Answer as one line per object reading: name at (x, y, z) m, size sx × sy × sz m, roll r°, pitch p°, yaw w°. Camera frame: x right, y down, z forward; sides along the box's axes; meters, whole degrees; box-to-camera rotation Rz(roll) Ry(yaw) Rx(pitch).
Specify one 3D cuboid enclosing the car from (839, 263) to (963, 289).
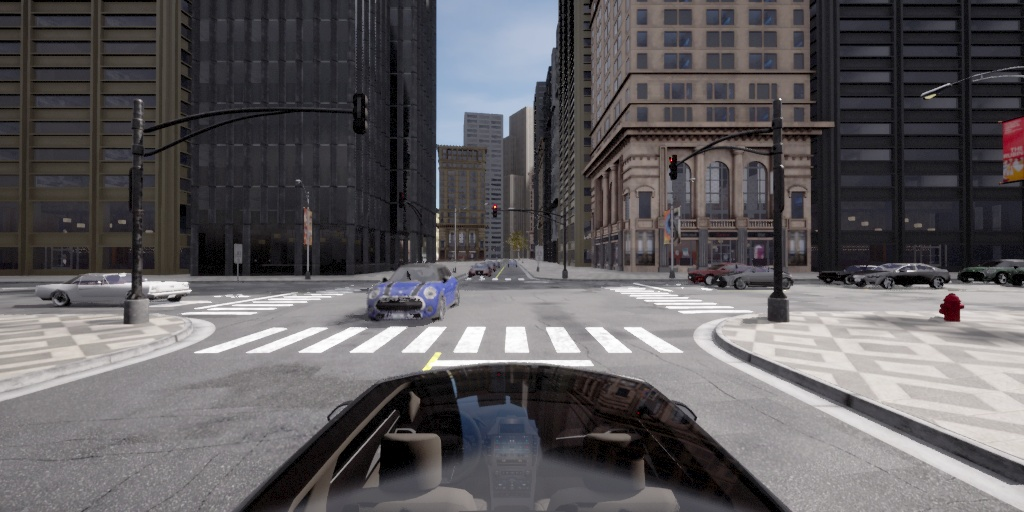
car at (23.379, 1.184, 21.710) m, size 4.902 × 1.511 × 2.128 m, roll 0°, pitch 0°, yaw 0°

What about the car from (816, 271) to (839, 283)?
car at (24.237, 1.315, 24.965) m, size 4.718 × 1.301 × 1.895 m, roll 0°, pitch 0°, yaw 0°

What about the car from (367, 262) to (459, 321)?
car at (-3.109, 1.057, 12.070) m, size 2.097 × 1.767 × 4.553 m, roll 0°, pitch 0°, yaw 0°

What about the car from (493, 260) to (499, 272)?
car at (-3.083, 1.376, 46.046) m, size 1.994 × 1.385 × 4.181 m, roll 0°, pitch 0°, yaw 0°

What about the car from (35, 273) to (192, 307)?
car at (-16.383, 1.366, 14.952) m, size 4.718 × 1.301 × 1.895 m, roll 0°, pitch 0°, yaw 0°

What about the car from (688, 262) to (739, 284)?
car at (14.892, 1.215, 24.952) m, size 5.008 × 1.535 × 1.882 m, roll 0°, pitch 0°, yaw 0°

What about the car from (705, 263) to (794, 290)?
car at (14.467, 1.279, 21.696) m, size 4.181 × 1.385 × 1.994 m, roll 0°, pitch 0°, yaw 0°

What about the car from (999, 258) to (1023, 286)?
car at (33.338, 1.021, 21.716) m, size 4.553 × 1.767 × 2.097 m, roll 0°, pitch 0°, yaw 0°

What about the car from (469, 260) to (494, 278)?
car at (-2.991, 1.349, 34.160) m, size 1.994 × 1.385 × 4.181 m, roll 0°, pitch 0°, yaw -2°

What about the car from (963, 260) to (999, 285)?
car at (34.203, 1.043, 24.966) m, size 4.553 × 1.767 × 2.097 m, roll 0°, pitch 0°, yaw 0°
